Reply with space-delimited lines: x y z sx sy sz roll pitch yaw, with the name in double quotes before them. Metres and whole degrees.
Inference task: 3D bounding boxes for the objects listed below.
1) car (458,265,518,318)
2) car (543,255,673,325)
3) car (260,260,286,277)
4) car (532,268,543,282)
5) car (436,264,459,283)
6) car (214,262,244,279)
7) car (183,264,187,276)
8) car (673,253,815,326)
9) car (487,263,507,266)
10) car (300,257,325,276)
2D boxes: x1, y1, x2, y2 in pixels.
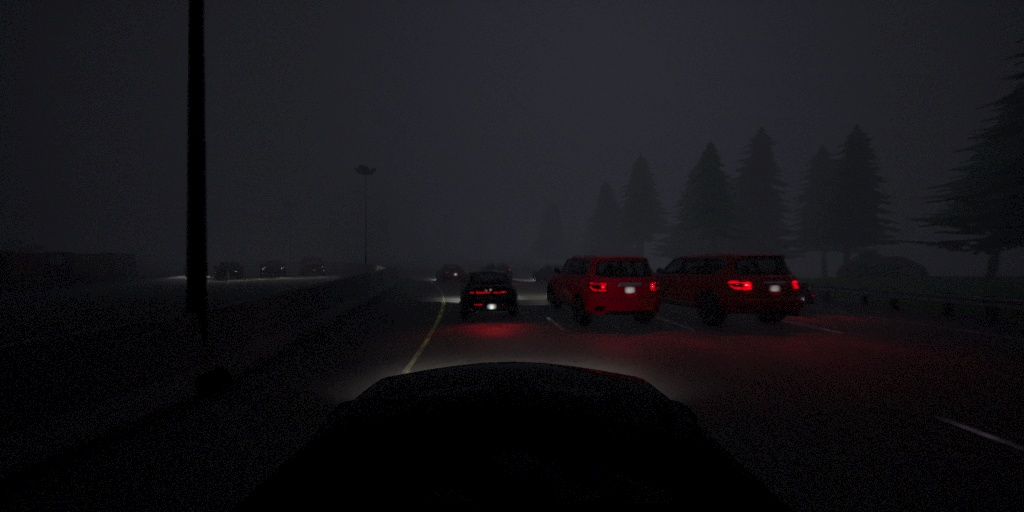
"car" -0.953 1.273 13.257 1.837 1.490 4.892 0 0 -8
"car" 2.779 0.977 12.103 2.150 2.045 5.566 0 0 -7
"car" -24.632 1.225 37.010 2.097 1.767 4.553 0 0 -34
"car" 3.208 1.317 26.835 2.033 1.411 5.357 0 0 -17
"car" -4.953 1.363 29.049 1.994 1.385 4.181 0 0 -20
"car" -27.244 1.384 34.663 1.837 1.490 4.892 0 0 -33
"car" -36.567 1.518 41.198 1.895 1.301 4.718 0 0 -43
"car" 6.355 0.958 11.828 2.150 2.045 5.566 0 -1 -8
"car" -1.430 1.280 29.543 2.128 1.511 4.902 0 0 -20
"car" -21.979 1.086 39.430 2.150 2.045 5.566 0 0 -33
